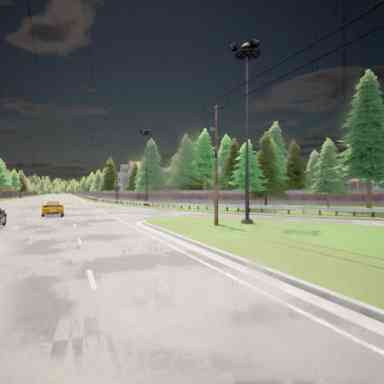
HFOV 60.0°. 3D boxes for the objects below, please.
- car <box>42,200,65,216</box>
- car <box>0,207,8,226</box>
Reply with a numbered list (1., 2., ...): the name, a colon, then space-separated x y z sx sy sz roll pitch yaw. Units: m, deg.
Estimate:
1. car: -13.649 1.511 32.785 1.882 1.535 5.008 0 0 -21
2. car: -12.735 1.516 20.630 2.128 1.511 4.902 0 0 -21
